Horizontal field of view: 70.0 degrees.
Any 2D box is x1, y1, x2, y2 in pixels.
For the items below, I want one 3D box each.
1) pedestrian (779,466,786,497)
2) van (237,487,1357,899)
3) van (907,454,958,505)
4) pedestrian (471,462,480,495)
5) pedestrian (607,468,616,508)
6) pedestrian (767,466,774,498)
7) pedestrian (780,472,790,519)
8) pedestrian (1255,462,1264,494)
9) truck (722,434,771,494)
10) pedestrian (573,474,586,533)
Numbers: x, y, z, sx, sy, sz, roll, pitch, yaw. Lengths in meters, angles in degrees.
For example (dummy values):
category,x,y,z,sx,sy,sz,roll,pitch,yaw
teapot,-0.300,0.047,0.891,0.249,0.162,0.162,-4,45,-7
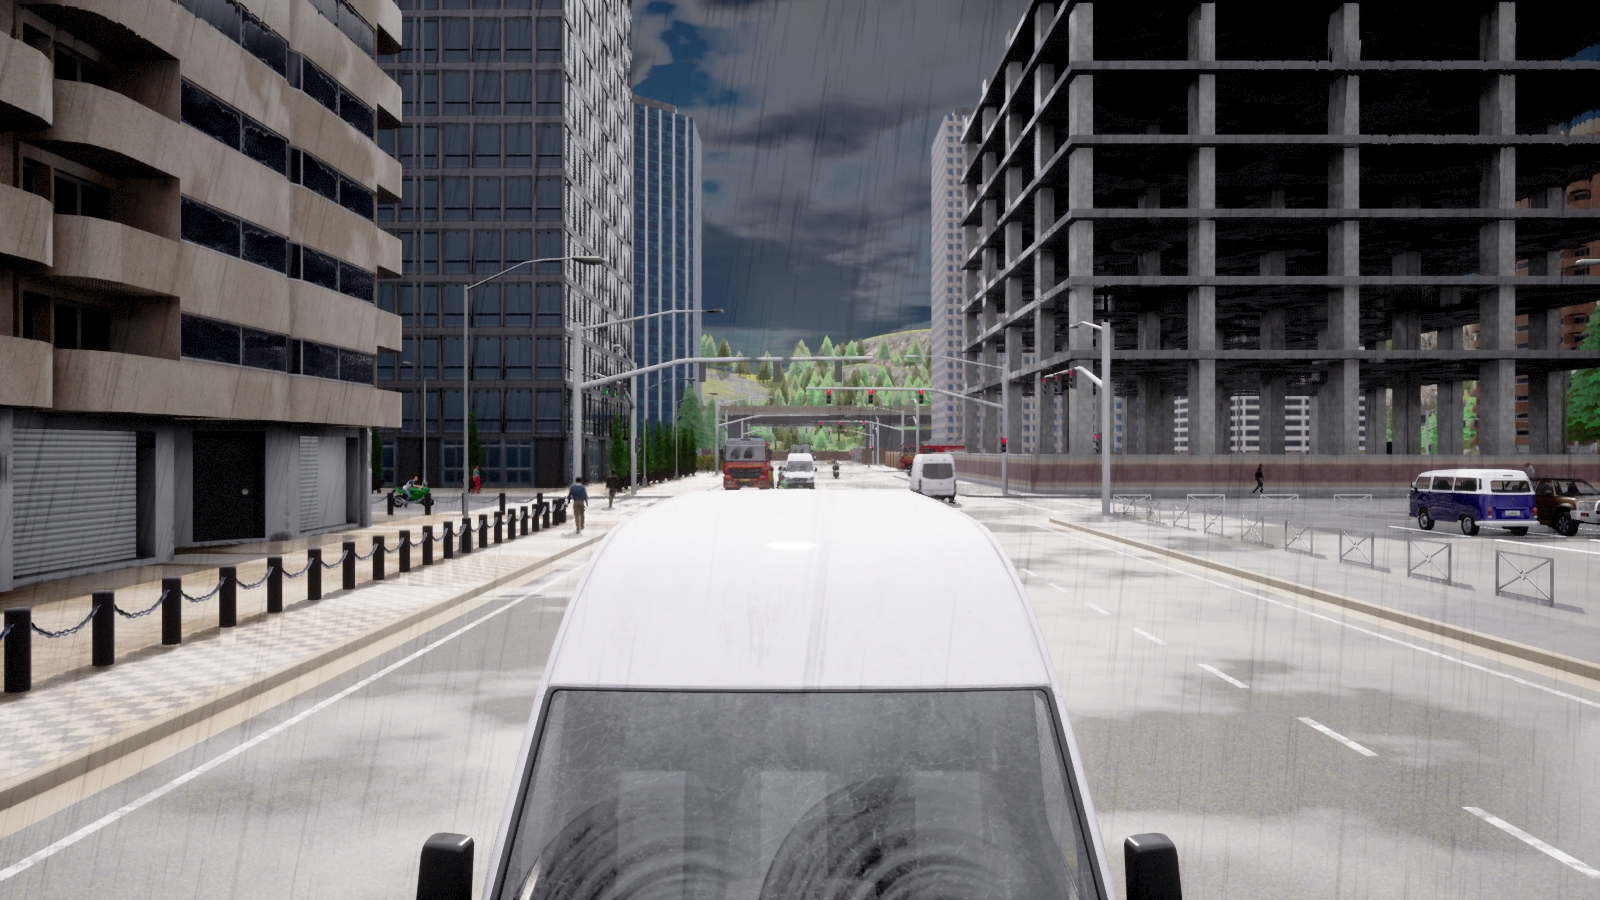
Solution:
category,x,y,z,sx,sy,sz,roll,pitch,yaw
pedestrian,-1.037,1.848,67.260,0.375,1.860,0.375,0,0,3
van,-0.002,1.534,4.985,1.988,2.561,5.915,0,0,0
van,7.003,1.504,60.926,1.988,2.561,5.915,0,0,0
pedestrian,-18.684,1.641,65.720,0.375,1.860,0.375,0,0,11
pedestrian,-8.901,1.805,54.009,0.375,1.860,0.375,0,0,2
pedestrian,-1.712,1.848,66.733,0.375,1.860,0.375,0,0,7
pedestrian,-0.604,1.837,45.950,0.375,1.860,0.375,0,0,-10
pedestrian,26.793,1.641,66.562,0.375,1.860,0.375,0,0,-1
truck,-3.496,0.891,77.013,2.891,3.827,8.468,0,0,0
pedestrian,-6.984,1.697,36.193,0.375,1.860,0.375,0,0,-3
